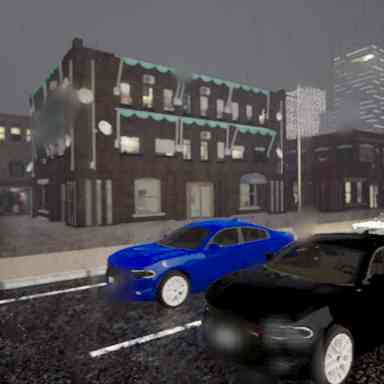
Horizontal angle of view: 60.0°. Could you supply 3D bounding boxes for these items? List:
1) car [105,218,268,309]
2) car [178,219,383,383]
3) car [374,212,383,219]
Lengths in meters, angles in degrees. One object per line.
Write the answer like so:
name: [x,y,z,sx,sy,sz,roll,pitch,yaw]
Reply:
car: [0.442,1.442,8.001,5.008,1.535,1.882,-1,0,-36]
car: [2.432,1.442,5.419,5.008,1.535,1.882,-1,0,-35]
car: [8.628,1.493,13.828,4.718,1.301,1.895,-1,0,-36]
